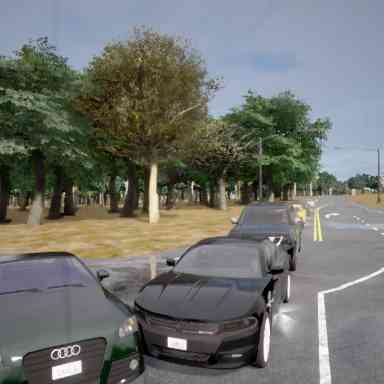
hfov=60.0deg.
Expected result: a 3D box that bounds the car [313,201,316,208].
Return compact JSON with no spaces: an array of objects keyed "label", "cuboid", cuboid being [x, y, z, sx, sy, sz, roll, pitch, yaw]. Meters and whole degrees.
[{"label":"car","cuboid":[17.364,1.757,50.157,1.812,1.442,4.674,-1,0,25]}]

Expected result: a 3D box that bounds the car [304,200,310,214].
[{"label":"car","cuboid":[9.252,1.725,29.602,1.812,1.442,4.674,-1,0,20]}]

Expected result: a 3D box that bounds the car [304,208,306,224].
[{"label":"car","cuboid":[5.059,1.775,18.338,1.895,1.301,4.718,-1,0,21]}]

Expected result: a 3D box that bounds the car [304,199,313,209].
[{"label":"car","cuboid":[11.272,1.563,34.979,2.097,1.767,4.553,-1,0,21]}]

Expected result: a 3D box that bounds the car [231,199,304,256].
[{"label":"car","cuboid":[2.840,1.460,12.431,2.150,2.045,5.566,-2,0,20]}]

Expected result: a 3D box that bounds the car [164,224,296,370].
[{"label":"car","cuboid":[0.727,1.613,6.288,1.882,1.535,5.008,-1,-2,21]}]

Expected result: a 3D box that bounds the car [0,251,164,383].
[{"label":"car","cuboid":[-2.317,1.643,4.986,1.994,1.385,4.181,1,-2,-33]}]

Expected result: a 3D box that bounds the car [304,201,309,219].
[{"label":"car","cuboid":[7.200,1.664,24.095,1.882,1.535,5.008,-1,0,20]}]
